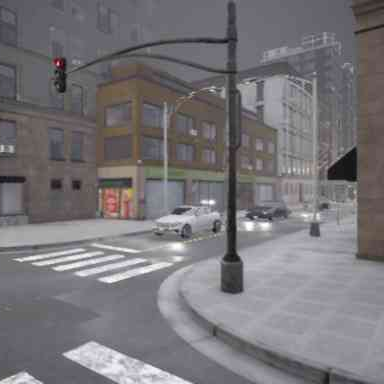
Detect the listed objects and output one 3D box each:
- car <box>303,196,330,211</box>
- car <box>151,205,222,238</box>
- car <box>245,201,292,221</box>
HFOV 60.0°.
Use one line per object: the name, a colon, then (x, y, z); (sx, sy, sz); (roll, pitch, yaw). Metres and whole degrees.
car: (13.498, 1.239, 35.968); (2.128, 1.511, 4.902); (0, 0, 36)
car: (-0.102, 1.423, 17.221); (1.812, 1.442, 4.674); (0, 0, 34)
car: (6.049, 1.376, 25.708); (2.033, 1.411, 5.357); (0, 0, 36)
